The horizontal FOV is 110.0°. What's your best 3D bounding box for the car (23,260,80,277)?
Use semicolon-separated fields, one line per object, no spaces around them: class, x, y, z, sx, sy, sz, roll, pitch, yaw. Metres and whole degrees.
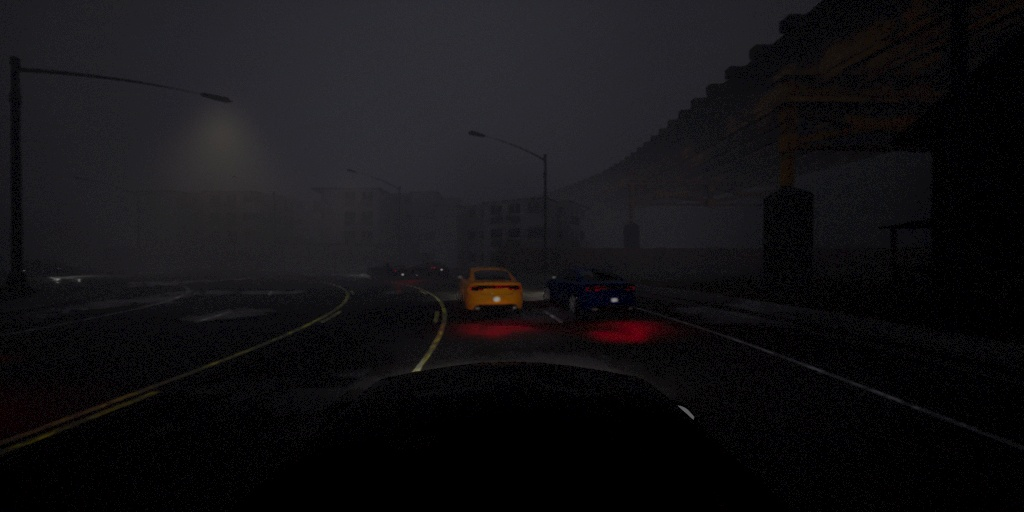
car;-41.080;1.055;31.607;4.674;1.442;1.812;0;0;2

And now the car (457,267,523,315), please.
car;-0.941;1.143;13.315;1.882;1.535;5.008;0;0;-11

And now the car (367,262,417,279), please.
car;-10.062;1.149;29.410;4.718;1.301;1.895;0;1;44

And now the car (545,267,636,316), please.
car;2.635;1.144;13.153;1.882;1.535;5.008;0;0;-10

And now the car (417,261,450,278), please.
car;-7.264;1.098;31.360;1.994;1.385;4.181;0;1;-44
